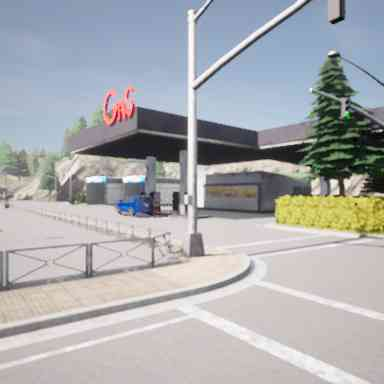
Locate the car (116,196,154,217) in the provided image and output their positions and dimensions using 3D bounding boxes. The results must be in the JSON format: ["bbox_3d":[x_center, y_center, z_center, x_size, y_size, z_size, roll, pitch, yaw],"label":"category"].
[{"bbox_3d":[-5.909,1.426,34.129,2.150,2.045,5.566,0,0,-35],"label":"car"}]
